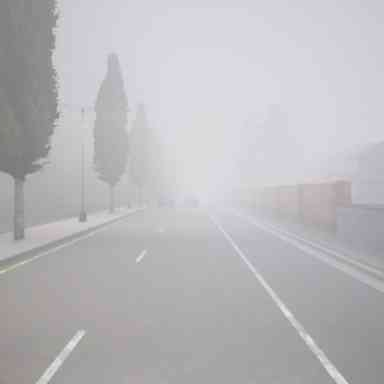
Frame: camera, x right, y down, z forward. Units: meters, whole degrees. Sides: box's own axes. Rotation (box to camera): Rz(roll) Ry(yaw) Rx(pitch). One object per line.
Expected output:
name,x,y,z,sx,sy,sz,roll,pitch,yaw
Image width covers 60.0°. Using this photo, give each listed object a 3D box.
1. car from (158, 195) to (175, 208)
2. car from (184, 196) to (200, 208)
car,-3.501,1.222,46.024,2.097,1.767,4.553,0,0,0
car,0.005,1.376,46.679,1.837,1.490,4.892,0,1,0
